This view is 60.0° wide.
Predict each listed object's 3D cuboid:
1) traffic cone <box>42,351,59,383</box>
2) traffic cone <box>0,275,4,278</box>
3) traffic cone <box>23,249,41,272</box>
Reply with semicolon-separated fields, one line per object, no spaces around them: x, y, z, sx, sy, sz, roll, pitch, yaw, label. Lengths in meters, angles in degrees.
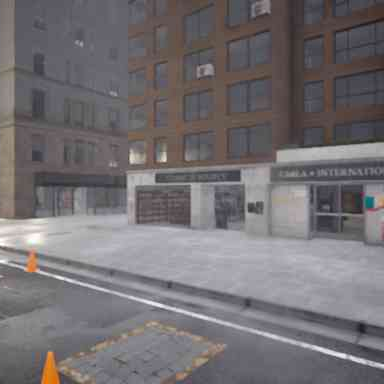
-1.460;1.943;3.422;0.340;0.580;0.340;0;0;36;traffic cone
-5.107;1.918;8.589;0.340;0.580;0.340;0;0;36;traffic cone
-4.515;1.918;9.395;0.340;0.580;0.340;0;0;36;traffic cone
